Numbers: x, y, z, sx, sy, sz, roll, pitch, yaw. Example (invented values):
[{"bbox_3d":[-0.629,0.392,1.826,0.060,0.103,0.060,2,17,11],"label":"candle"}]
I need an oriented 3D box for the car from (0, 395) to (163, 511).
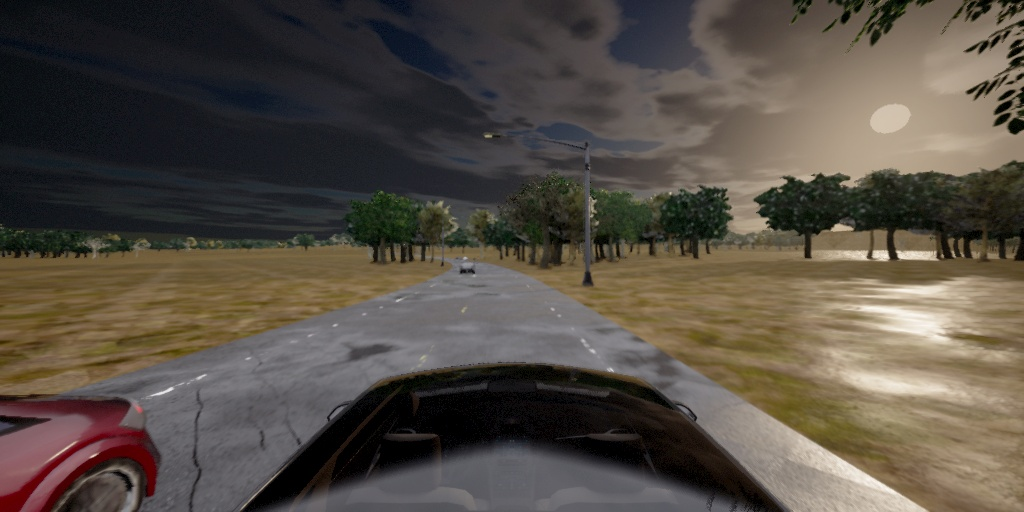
[{"bbox_3d":[-3.623,1.317,0.917,1.994,1.385,4.181,0,-1,0],"label":"car"}]

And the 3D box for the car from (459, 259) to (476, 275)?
[{"bbox_3d":[-5.437,1.472,44.191,1.882,1.535,5.008,0,0,-5],"label":"car"}]
